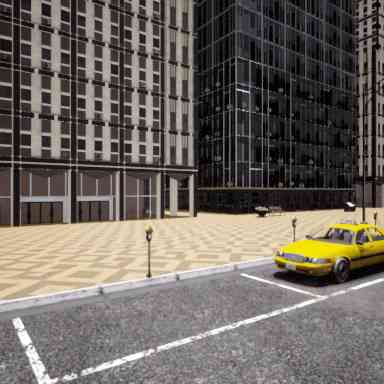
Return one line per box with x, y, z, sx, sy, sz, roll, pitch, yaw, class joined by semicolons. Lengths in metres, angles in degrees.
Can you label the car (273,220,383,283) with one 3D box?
4.421;1.526;9.667;4.829;1.417;1.752;0;0;-35;car
